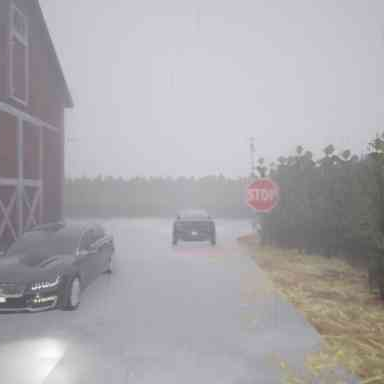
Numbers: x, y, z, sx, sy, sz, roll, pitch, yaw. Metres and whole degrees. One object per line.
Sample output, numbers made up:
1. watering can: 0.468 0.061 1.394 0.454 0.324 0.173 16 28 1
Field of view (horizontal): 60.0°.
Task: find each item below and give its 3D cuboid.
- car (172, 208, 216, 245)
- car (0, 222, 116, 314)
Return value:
1. car: 0.064 1.505 15.895 1.882 1.535 5.008 0 0 -1
2. car: -3.142 1.539 7.928 1.837 1.490 4.892 0 0 1
